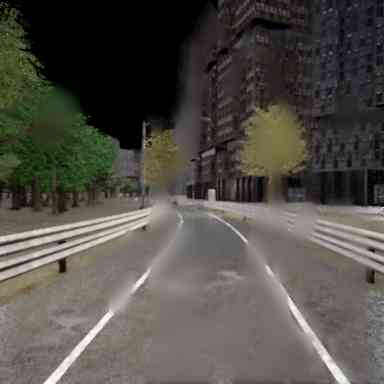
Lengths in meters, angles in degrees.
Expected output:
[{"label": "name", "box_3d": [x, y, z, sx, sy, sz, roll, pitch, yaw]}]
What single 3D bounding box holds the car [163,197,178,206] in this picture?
[{"label": "car", "box_3d": [-4.136, 1.780, 63.672, 2.097, 1.767, 4.553, 0, 0, -16]}]
